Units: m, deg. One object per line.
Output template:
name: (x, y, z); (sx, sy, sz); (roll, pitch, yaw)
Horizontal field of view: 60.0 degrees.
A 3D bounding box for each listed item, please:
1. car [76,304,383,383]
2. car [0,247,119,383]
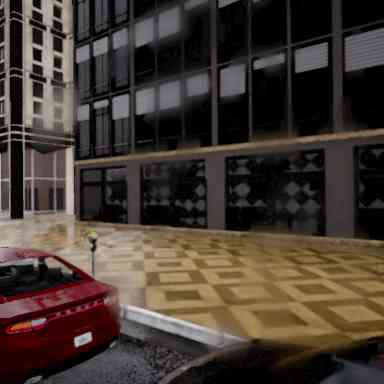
car: (1.555, 1.568, 1.780); (4.313, 1.339, 1.947); (0, -1, 36)
car: (-3.045, 1.521, 5.062); (4.507, 1.381, 1.887); (0, -1, 36)
